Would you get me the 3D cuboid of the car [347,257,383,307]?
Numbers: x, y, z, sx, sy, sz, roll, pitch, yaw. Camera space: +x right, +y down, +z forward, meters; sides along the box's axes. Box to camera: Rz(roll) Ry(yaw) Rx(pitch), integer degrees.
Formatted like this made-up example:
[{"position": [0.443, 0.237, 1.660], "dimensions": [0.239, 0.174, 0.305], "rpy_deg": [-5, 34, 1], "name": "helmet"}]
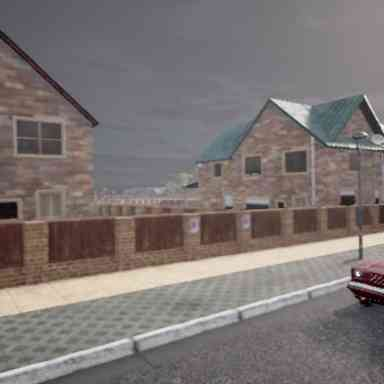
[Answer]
[{"position": [5.212, 1.586, 6.776], "dimensions": [4.718, 1.301, 1.895], "rpy_deg": [0, 0, -35], "name": "car"}]
